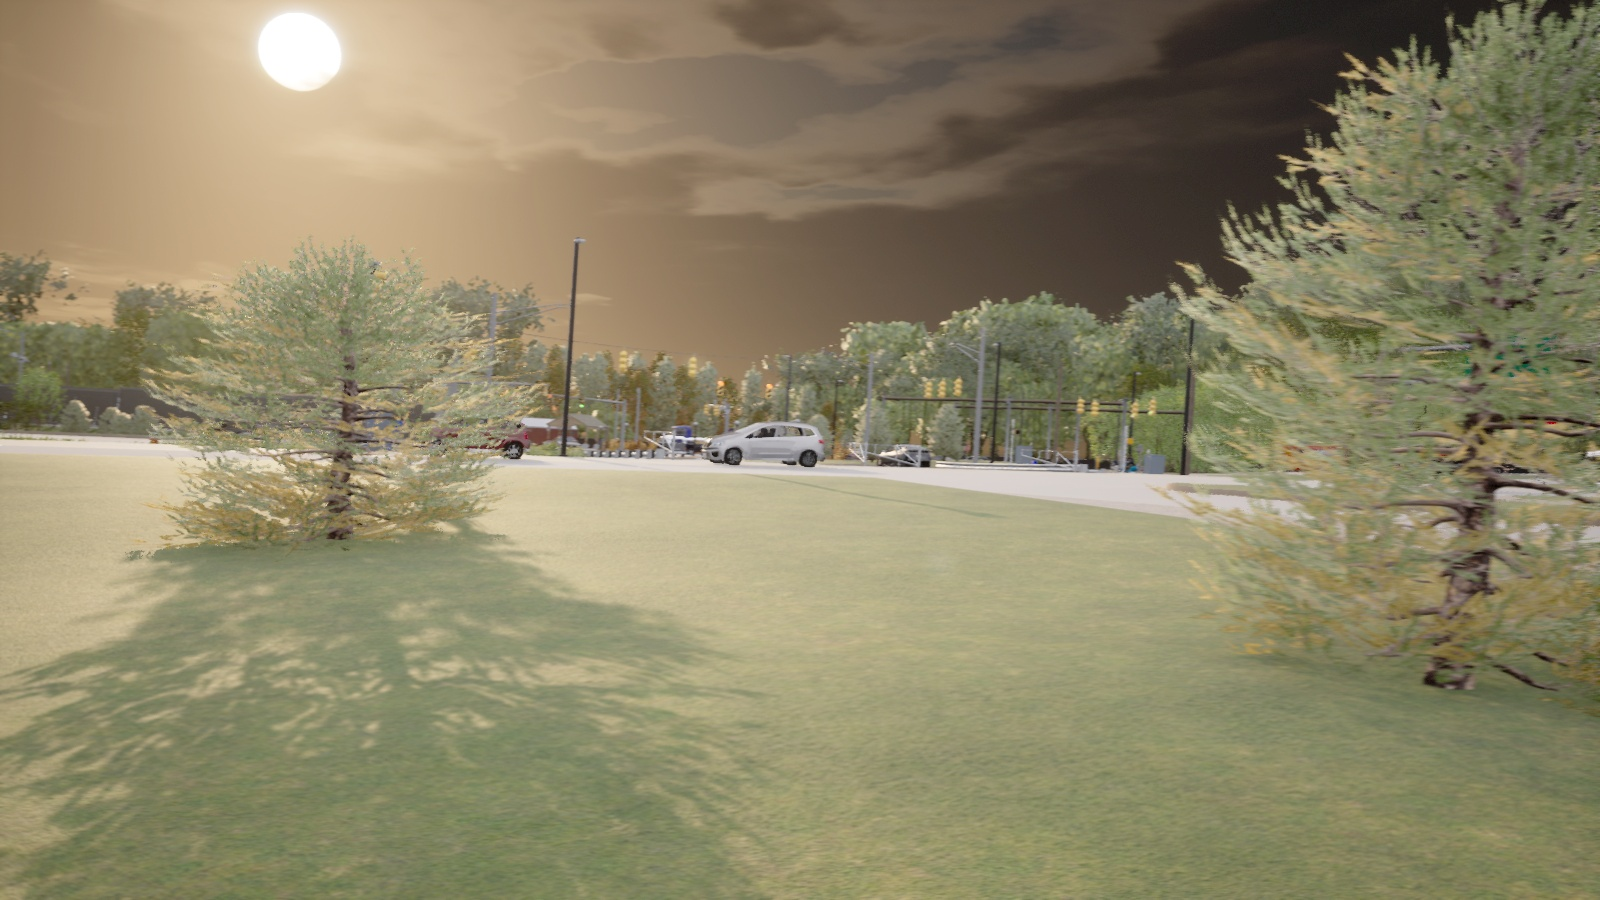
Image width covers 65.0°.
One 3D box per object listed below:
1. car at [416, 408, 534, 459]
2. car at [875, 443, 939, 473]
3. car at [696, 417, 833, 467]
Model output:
[{"bbox_3d":[-11.226,-0.566,43.359,3.705,1.549,1.789,3,0,-21],"label":"car"},{"bbox_3d":[6.079,0.422,72.046,2.007,1.525,4.514,3,0,-18],"label":"car"},{"bbox_3d":[-1.351,-0.311,47.147,4.611,1.667,2.242,2,1,-21],"label":"car"}]
